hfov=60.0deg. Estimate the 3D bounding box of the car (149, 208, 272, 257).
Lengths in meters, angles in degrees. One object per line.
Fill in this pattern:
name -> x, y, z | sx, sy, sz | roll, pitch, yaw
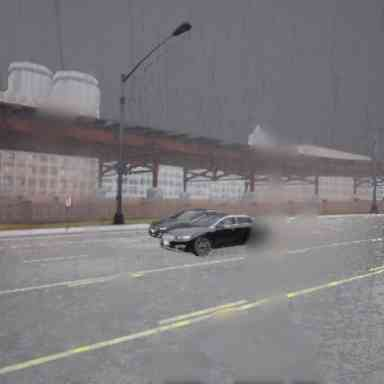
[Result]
car -> 1.077, 1.591, 13.354 | 4.902, 1.511, 2.128 | 1, 0, -35
